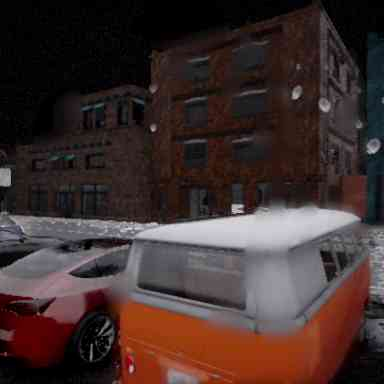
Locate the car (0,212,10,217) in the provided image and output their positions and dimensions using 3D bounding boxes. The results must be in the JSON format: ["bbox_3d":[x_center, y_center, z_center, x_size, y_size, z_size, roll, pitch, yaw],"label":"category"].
[{"bbox_3d":[-7.976,1.471,10.878,2.185,1.767,4.553,-1,0,36],"label":"car"}]

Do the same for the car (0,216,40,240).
[{"bbox_3d":[-5.729,1.611,9.233,2.002,1.452,4.674,-1,0,36],"label":"car"}]

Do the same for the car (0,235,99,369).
[{"bbox_3d":[-1.180,1.550,6.026,2.163,1.488,4.792,-1,0,36],"label":"car"}]

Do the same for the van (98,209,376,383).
[{"bbox_3d":[1.186,1.269,4.445,1.878,1.987,4.442,-1,0,35],"label":"van"}]
